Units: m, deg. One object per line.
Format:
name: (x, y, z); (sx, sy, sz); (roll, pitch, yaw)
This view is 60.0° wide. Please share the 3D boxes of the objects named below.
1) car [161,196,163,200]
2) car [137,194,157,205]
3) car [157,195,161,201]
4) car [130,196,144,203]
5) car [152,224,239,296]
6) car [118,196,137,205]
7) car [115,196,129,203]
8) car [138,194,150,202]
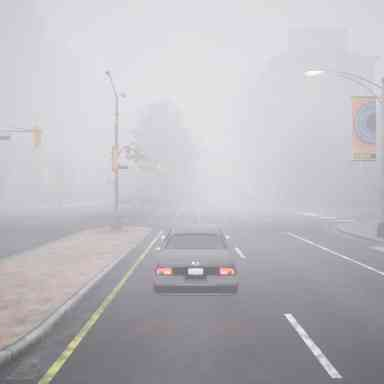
car: (-7.895, 1.500, 77.809); (1.837, 1.490, 4.892); (0, 0, 0)
car: (-7.993, 1.564, 58.962); (1.994, 1.385, 4.181); (0, 0, 1)
car: (-7.927, 1.526, 67.480); (1.812, 1.442, 4.674); (0, 0, 1)
car: (-11.406, 1.525, 69.568); (2.128, 1.511, 4.902); (0, 0, 0)
car: (0.086, 1.547, 8.801); (2.033, 1.411, 5.357); (0, 0, 0)
car: (-11.488, 1.491, 59.647); (2.128, 1.511, 4.902); (0, 0, 0)
car: (-14.656, 1.595, 69.450); (1.895, 1.301, 4.718); (0, 0, 0)
car: (-11.392, 1.355, 79.580); (2.097, 1.767, 4.553); (0, 0, 0)
